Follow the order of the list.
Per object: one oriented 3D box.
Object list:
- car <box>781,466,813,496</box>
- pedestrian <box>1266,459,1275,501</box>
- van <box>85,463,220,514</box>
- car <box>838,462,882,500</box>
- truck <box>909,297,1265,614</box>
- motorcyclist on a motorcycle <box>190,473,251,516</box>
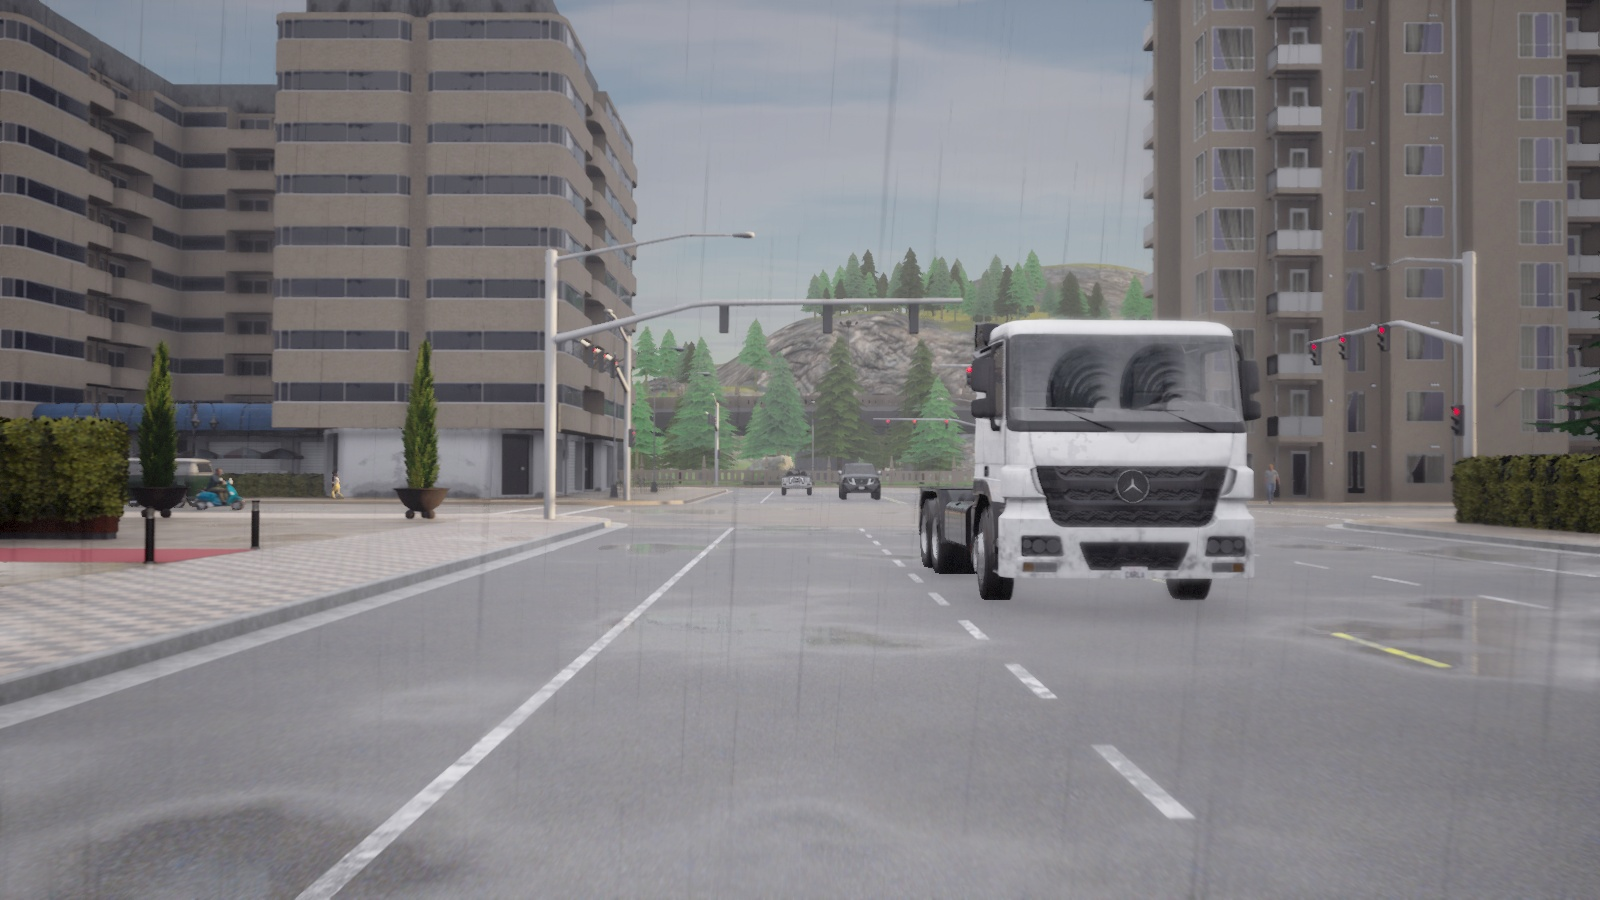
[{"bbox_3d":[-0.193,1.982,80.583,1.932,1.855,4.605,0,-1,0],"label":"car"},{"bbox_3d":[20.933,1.344,55.862,0.354,1.836,0.706,-1,-1,18],"label":"pedestrian"},{"bbox_3d":[-25.659,1.505,49.859,4.442,1.987,1.775,0,-1,0],"label":"van"},{"bbox_3d":[3.330,1.703,70.601,2.150,2.045,5.566,0,-1,0],"label":"car"},{"bbox_3d":[3.504,0.116,17.744,2.891,3.462,7.936,0,-1,-2],"label":"truck"},{"bbox_3d":[-21.364,1.630,46.323,1.817,1.590,0.866,0,-1,0],"label":"motorcyclist on a motorcycle"}]
